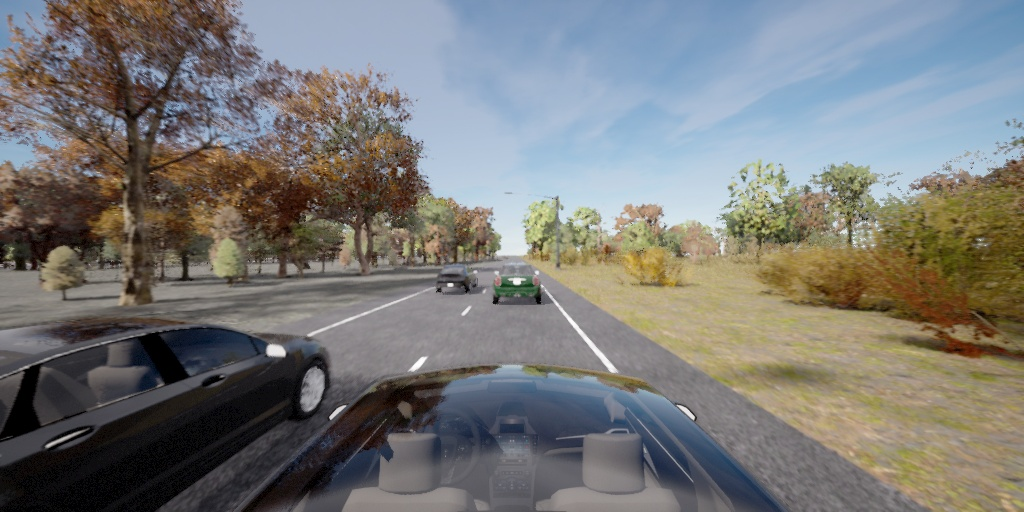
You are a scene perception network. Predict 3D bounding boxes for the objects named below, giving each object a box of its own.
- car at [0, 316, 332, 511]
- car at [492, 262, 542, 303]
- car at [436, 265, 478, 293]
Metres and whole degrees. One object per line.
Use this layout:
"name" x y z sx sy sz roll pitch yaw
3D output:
"car" -3.386 1.274 2.990 1.837 1.490 4.892 0 0 0
"car" 0.236 1.099 16.900 2.097 1.767 4.553 0 0 1
"car" -3.199 1.271 21.219 1.837 1.490 4.892 0 0 1
